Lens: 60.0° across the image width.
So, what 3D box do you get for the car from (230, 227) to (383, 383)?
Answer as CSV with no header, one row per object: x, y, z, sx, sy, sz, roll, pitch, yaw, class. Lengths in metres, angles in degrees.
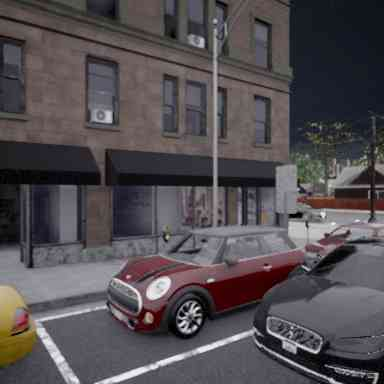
3.068,1.506,5.137,4.892,1.490,1.837,1,0,-36,car

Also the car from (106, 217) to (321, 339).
0.438,1.440,6.502,4.097,1.590,1.967,0,0,-35,car

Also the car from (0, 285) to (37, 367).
-4.193,1.525,3.198,4.829,1.417,1.752,0,0,-35,car

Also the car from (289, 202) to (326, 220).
8.492,1.590,27.146,2.128,1.511,4.902,0,0,-37,car

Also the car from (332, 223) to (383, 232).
4.932,1.582,9.706,4.206,1.307,1.802,0,0,-35,car
